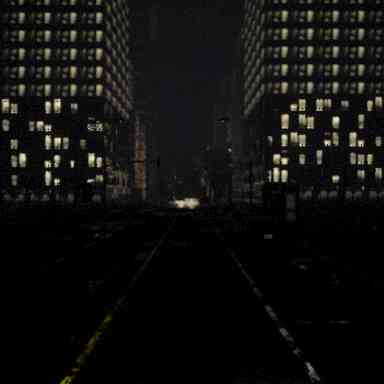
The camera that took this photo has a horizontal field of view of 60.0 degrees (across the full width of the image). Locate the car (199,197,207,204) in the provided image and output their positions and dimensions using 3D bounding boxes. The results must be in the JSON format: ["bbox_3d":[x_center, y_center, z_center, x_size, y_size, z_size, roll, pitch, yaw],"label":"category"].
[{"bbox_3d":[2.516,1.935,75.760,1.752,1.417,4.829,0,0,0],"label":"car"}]

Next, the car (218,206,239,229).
[{"bbox_3d":[2.794,1.691,19.696,1.802,1.307,4.206,-1,0,0],"label":"car"}]

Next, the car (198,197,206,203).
[{"bbox_3d":[2.499,2.019,81.231,1.802,1.307,4.206,0,0,0],"label":"car"}]

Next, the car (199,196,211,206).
[{"bbox_3d":[2.549,1.665,64.311,2.192,1.841,5.009,0,0,0],"label":"car"}]

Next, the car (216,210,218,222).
[{"bbox_3d":[2.812,1.706,25.382,1.947,1.339,4.313,-1,0,0],"label":"car"}]

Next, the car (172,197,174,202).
[{"bbox_3d":[-5.916,2.059,92.474,1.947,1.339,4.313,0,0,0],"label":"car"}]

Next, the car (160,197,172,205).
[{"bbox_3d":[-5.847,1.903,69.751,1.752,1.417,4.829,0,0,0],"label":"car"}]

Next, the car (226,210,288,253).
[{"bbox_3d":[2.735,1.644,14.013,1.947,1.339,4.313,-1,0,0],"label":"car"}]

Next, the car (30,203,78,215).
[{"bbox_3d":[-17.041,2.044,41.208,5.357,1.411,2.033,-1,0,-1],"label":"car"}]

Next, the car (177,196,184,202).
[{"bbox_3d":[-3.223,1.840,93.782,2.097,1.767,4.553,0,0,0],"label":"car"}]
